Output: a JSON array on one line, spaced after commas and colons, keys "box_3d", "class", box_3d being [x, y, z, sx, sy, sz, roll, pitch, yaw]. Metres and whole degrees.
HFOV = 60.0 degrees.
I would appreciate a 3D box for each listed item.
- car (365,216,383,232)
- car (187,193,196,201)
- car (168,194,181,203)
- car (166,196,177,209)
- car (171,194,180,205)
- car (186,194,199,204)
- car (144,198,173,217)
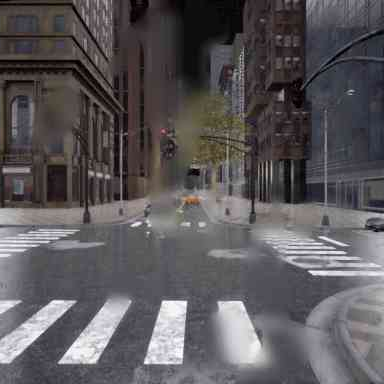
[{"box_3d": [11.910, 1.632, 18.363, 4.403, 1.369, 2.008, 0, 0, 0], "class": "car"}, {"box_3d": [-0.028, 1.063, 70.686, 1.882, 1.535, 5.008, 0, 1, 0], "class": "car"}, {"box_3d": [-3.107, 1.192, 59.835, 2.128, 1.511, 4.902, 0, 1, 1], "class": "car"}, {"box_3d": [-3.136, 1.470, 39.103, 1.895, 1.301, 4.718, 0, 0, 0], "class": "car"}, {"box_3d": [-3.143, 1.393, 49.439, 1.895, 1.301, 4.718, 0, 0, 0], "class": "car"}, {"box_3d": [0.041, 1.088, 56.058, 2.097, 1.767, 4.553, 0, 1, -1], "class": "car"}, {"box_3d": [-3.128, 1.490, 30.310, 1.994, 1.385, 4.181, 0, 0, 0], "class": "car"}]
